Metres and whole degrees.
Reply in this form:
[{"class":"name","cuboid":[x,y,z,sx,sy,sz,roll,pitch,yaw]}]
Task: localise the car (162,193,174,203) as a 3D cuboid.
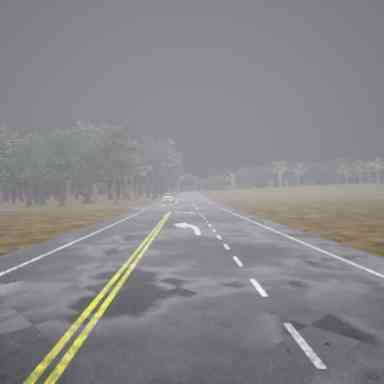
[{"class":"car","cuboid":[-5.066,1.267,69.911,2.150,2.045,5.566,-1,1,-1]}]
